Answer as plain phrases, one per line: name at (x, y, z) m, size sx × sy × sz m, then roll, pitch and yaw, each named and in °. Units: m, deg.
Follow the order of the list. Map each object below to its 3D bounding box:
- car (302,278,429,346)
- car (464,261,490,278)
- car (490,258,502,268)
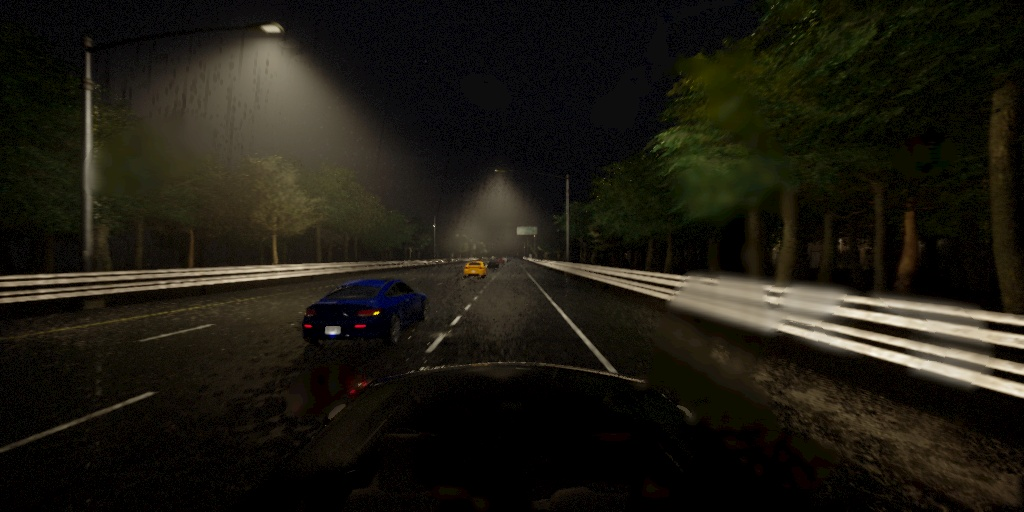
car at (-3.493, 1.282, 9.305) m, size 1.812 × 1.442 × 4.674 m, roll 0°, pitch 0°, yaw 0°
car at (-3.429, 1.258, 34.475) m, size 1.882 × 1.535 × 5.008 m, roll 0°, pitch 0°, yaw 0°
car at (-3.276, 1.385, 62.454) m, size 1.994 × 1.385 × 4.181 m, roll 0°, pitch 0°, yaw 0°
